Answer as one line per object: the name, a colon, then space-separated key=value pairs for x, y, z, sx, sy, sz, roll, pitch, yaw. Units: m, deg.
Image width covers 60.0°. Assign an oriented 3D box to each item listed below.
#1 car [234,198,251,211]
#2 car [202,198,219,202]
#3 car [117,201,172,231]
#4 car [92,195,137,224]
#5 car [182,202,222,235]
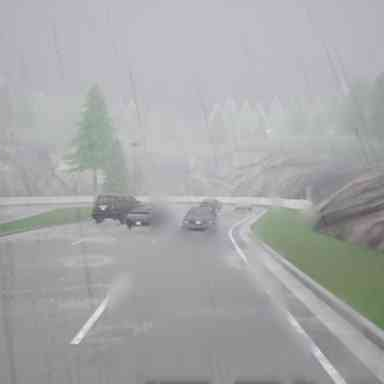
car: x=6.389 y=1.524 z=41.574 sx=1.812 sy=1.442 sz=4.674 roll=0 pitch=0 yaw=8
car: x=2.211 y=1.503 z=38.335 sx=1.837 sy=1.490 sz=4.892 roll=0 pitch=0 yaw=16
car: x=-2.544 y=1.491 z=20.709 sx=2.128 sy=1.511 sz=4.902 roll=0 pitch=0 yaw=10
car: x=-5.249 y=1.220 z=24.731 sx=2.150 sy=2.045 sz=5.566 roll=0 pitch=0 yaw=14
car: x=0.590 y=1.547 z=18.815 sx=2.033 sy=1.411 sz=5.357 roll=0 pitch=0 yaw=6
